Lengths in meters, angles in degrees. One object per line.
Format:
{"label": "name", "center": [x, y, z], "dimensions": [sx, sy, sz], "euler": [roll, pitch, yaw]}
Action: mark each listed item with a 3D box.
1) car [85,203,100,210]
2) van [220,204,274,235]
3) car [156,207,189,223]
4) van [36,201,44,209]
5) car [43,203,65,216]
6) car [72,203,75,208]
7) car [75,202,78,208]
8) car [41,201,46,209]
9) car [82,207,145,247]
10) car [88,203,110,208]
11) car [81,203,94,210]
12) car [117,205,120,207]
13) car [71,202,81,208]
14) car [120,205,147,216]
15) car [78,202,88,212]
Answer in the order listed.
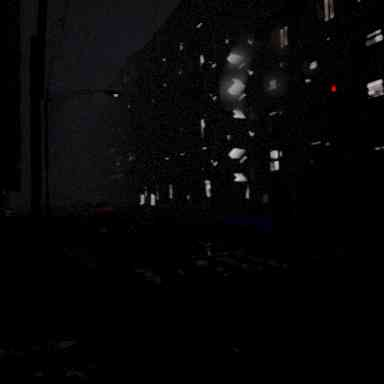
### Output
{"label": "car", "center": [-19.861, 2.865, 66.120], "dimensions": [2.008, 1.369, 4.403], "euler": [0, -1, -27]}
{"label": "van", "center": [3.331, 1.636, 20.762], "dimensions": [1.690, 1.788, 3.998], "euler": [0, -1, -27]}
{"label": "car", "center": [-1.899, 2.039, 30.990], "dimensions": [1.752, 1.417, 4.829], "euler": [0, -1, -27]}
{"label": "van", "center": [-37.644, 3.183, 82.487], "dimensions": [1.690, 1.788, 3.998], "euler": [0, -1, -27]}
{"label": "car", "center": [-19.599, 2.608, 47.199], "dimensions": [1.802, 1.307, 4.206], "euler": [0, -1, -27]}
{"label": "car", "center": [-27.594, 3.104, 81.241], "dimensions": [1.967, 1.590, 4.097], "euler": [0, -1, -27]}
{"label": "car", "center": [-25.016, 3.091, 76.201], "dimensions": [1.887, 1.381, 4.507], "euler": [0, -1, -27]}
{"label": "car", "center": [-29.913, 2.804, 67.366], "dimensions": [2.192, 1.841, 5.009], "euler": [0, -1, -27]}
{"label": "car", "center": [-4.137, 1.794, 16.961], "dimensions": [1.967, 1.590, 4.097], "euler": [0, -1, -27]}
{"label": "car", "center": [-12.541, 2.250, 45.997], "dimensions": [2.097, 1.767, 4.553], "euler": [0, -1, -27]}
{"label": "car", "center": [-22.438, 2.981, 71.160], "dimensions": [2.008, 1.369, 4.403], "euler": [0, -1, -27]}
{"label": "car", "center": [-9.552, 2.396, 45.957], "dimensions": [1.887, 1.381, 4.507], "euler": [0, -1, -27]}
{"label": "car", "center": [-30.170, 3.365, 86.280], "dimensions": [1.802, 1.307, 4.206], "euler": [-1, -1, -27]}
{"label": "car", "center": [-6.975, 2.280, 40.917], "dimensions": [1.887, 1.381, 4.507], "euler": [0, -1, -27]}
{"label": "car", "center": [-17.062, 2.625, 54.736], "dimensions": [1.812, 1.442, 4.674], "euler": [0, -1, -27]}
